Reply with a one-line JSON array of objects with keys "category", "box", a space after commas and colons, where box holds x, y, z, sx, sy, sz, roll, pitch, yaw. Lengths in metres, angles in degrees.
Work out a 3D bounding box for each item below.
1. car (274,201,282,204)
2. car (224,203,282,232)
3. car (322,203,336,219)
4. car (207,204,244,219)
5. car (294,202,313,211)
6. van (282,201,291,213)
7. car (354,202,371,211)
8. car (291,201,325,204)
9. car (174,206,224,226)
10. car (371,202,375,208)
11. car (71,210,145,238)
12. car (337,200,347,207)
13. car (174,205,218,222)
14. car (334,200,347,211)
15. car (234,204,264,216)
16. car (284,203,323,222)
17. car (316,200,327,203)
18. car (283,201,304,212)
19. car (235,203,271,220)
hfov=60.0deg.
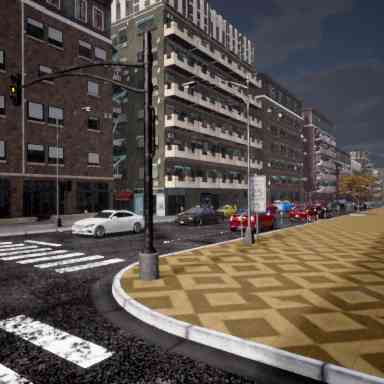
[{"category": "car", "box": [10.267, 2.289, 45.468, 1.887, 1.381, 4.507, -2, -2, 35]}, {"category": "car", "box": [4.150, 1.751, 22.187, 1.967, 1.590, 4.097, -2, -2, 35]}, {"category": "car", "box": [13.854, 2.141, 36.080, 1.947, 1.339, 4.313, -2, -2, 35]}, {"category": "car", "box": [3.703, 2.090, 36.064, 1.752, 1.417, 4.829, -2, -2, 35]}, {"category": "car", "box": [19.969, 2.554, 59.365, 1.887, 1.381, 4.507, -2, -2, 35]}, {"category": "van", "box": [13.499, 2.174, 50.106, 1.690, 1.788, 3.998, -2, -2, 35]}, {"category": "car", "box": [30.022, 2.583, 59.241, 1.947, 1.339, 4.313, -2, -2, 35]}, {"category": "car", "box": [14.482, 2.166, 41.429, 2.128, 1.511, 4.902, -1, -1, 35]}, {"category": "car", "box": [0.787, 1.950, 27.395, 2.033, 1.411, 5.357, -1, -1, 35]}, {"category": "car", "box": [36.490, 2.745, 68.506, 2.008, 1.369, 4.403, -2, -2, 35]}, {"category": "car", "box": [-4.739, 1.778, 19.467, 1.812, 1.442, 4.674, -1, -1, 34]}, {"category": "car", "box": [39.273, 2.882, 87.103, 1.690, 1.788, 3.998, -2, -2, 35]}, {"category": "car", "box": [0.469, 2.002, 31.432, 1.752, 1.417, 4.829, -2, -2, 35]}, {"category": "car", "box": [24.897, 2.461, 56.345, 1.837, 1.490, 4.892, -1, -2, 35]}, {"category": "car", "box": [7.034, 2.222, 40.835, 1.947, 1.339, 4.313, -2, -2, 35]}, {"category": "car", "box": [10.619, 2.032, 31.449, 1.887, 1.381, 4.507, -2, -2, 35]}, {"category": "car", "box": [26.434, 2.501, 68.636, 2.192, 1.841, 5.009, -2, -2, 35]}, {"category": "car", "box": [16.734, 2.361, 54.735, 1.967, 1.590, 4.097, -2, -2, 35]}, {"category": "car", "box": [6.574, 2.038, 35.672, 1.882, 1.535, 5.008, -1, -1, 35]}]
